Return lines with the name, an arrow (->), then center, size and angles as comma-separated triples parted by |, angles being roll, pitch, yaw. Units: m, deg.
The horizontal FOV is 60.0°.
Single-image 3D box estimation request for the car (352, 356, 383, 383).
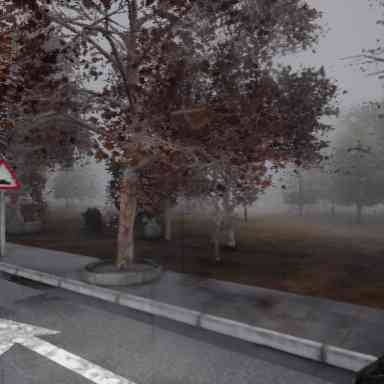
car -> 3.142, 1.488, 1.135 | 4.902, 1.511, 2.128 | 0, 0, 36
